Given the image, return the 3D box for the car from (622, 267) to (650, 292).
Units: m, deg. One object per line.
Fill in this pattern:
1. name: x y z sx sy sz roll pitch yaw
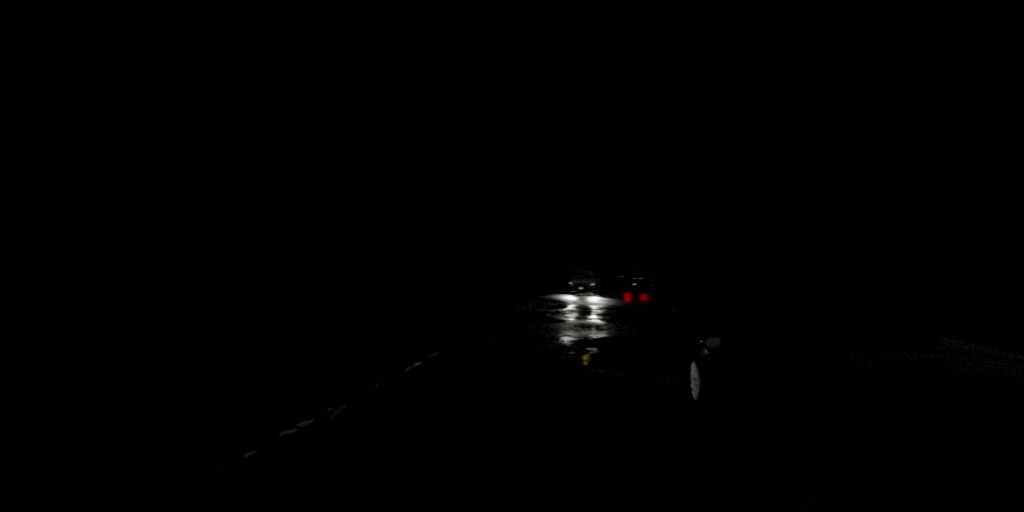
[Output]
1. car: 9.618 1.867 27.955 2.128 1.511 4.902 1 -1 20

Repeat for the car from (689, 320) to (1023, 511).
1. car: 3.083 1.338 3.305 1.882 1.535 5.008 1 -1 14

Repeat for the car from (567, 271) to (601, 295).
1. car: 4.913 1.715 23.909 1.812 1.442 4.674 1 -1 19
